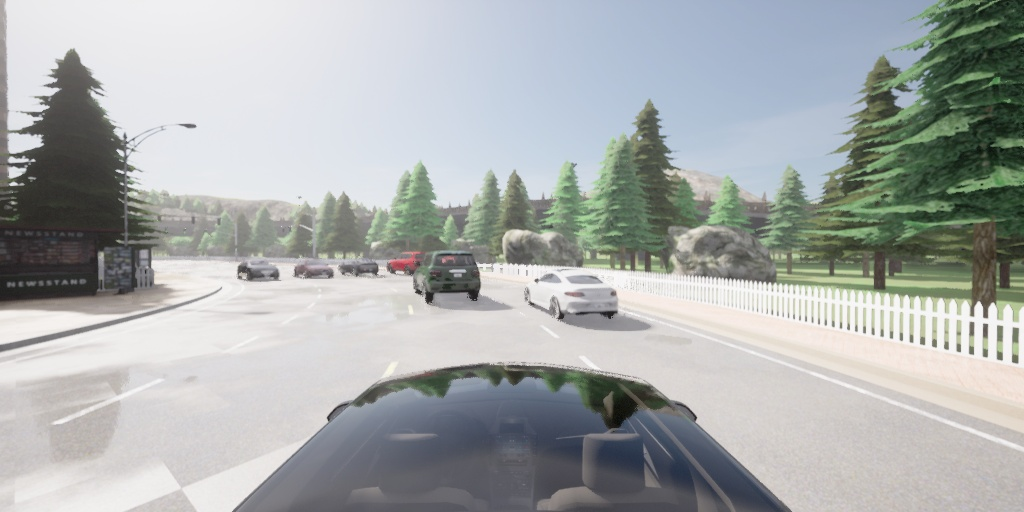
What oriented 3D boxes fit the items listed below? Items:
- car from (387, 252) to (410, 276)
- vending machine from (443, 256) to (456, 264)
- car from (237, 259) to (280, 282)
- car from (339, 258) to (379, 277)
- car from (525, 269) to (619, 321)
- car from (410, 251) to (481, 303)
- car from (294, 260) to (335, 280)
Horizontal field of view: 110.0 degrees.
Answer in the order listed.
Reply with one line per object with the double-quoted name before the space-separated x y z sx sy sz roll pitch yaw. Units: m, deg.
"car" -8.996 0.674 31.749 2.150 2.045 5.566 0 0 -43
"vending machine" -6.035 0.621 34.454 1.100 2.100 0.880 0 0 -43
"car" -18.564 1.002 26.195 4.902 1.511 2.128 0 1 42
"car" -13.315 0.952 31.026 4.902 1.511 2.128 0 1 44
"car" 1.830 1.172 12.023 1.812 1.442 4.674 0 1 -14
"car" -3.035 0.826 16.048 2.150 2.045 5.566 0 0 -21
"car" -15.736 1.015 28.333 4.674 1.442 1.812 1 1 43
